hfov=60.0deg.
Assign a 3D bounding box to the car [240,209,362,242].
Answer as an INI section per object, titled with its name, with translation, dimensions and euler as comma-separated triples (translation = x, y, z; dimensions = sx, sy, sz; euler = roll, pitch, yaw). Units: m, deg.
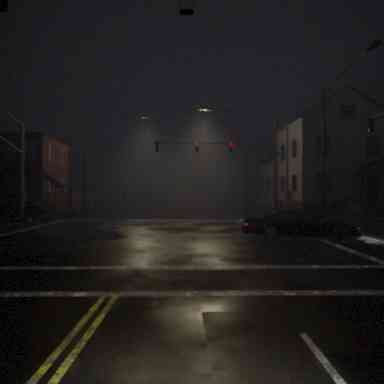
[car]
translation = 5.005, 1.527, 15.824
dimensions = 5.357, 1.411, 2.033
euler = 0, 0, 5
